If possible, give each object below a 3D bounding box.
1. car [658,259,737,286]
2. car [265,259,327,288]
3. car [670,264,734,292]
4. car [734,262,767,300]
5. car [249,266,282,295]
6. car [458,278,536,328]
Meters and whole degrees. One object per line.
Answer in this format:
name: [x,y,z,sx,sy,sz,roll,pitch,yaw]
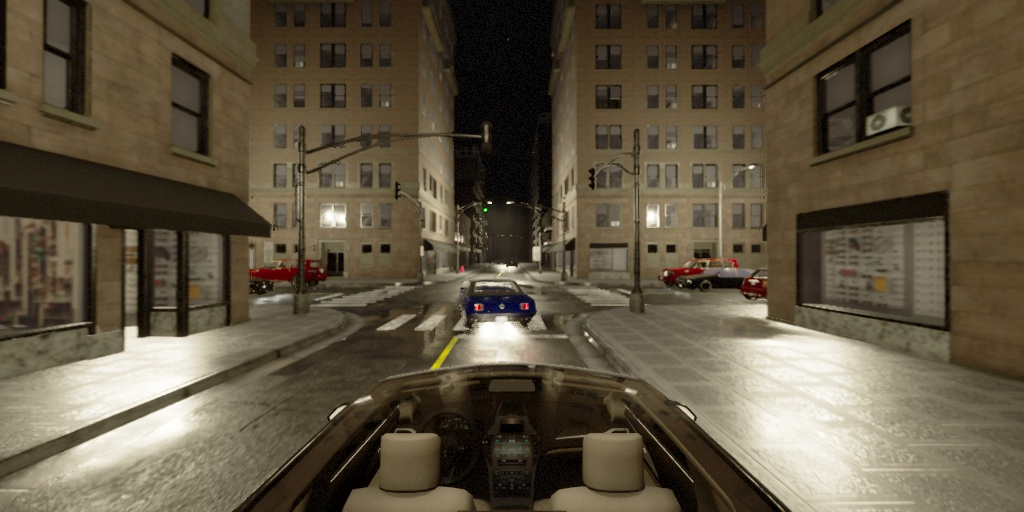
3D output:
car: [12.268,1.113,23.403,5.009,1.841,2.192,0,0,0]
car: [-14.789,1.121,23.399,5.009,1.841,2.192,0,0,0]
car: [12.455,1.334,20.870,5.357,1.411,2.033,0,0,0]
car: [12.288,1.199,15.378,4.097,1.591,1.967,0,0,0]
car: [-14.327,1.343,17.853,4.181,1.385,1.994,0,0,0]
car: [-0.714,1.367,11.568,1.895,1.301,4.718,0,0,-11]
